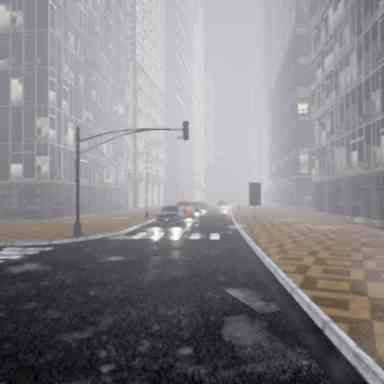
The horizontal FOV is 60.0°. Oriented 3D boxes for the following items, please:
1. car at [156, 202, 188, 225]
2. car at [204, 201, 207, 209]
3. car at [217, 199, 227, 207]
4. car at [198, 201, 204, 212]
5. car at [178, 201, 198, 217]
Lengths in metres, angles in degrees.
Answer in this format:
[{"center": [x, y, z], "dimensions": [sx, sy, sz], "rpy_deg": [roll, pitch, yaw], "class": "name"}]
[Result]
[{"center": [-1.679, 1.806, 26.663], "dimensions": [1.837, 1.490, 4.892], "rpy_deg": [0, -1, 4], "class": "car"}, {"center": [1.415, 2.167, 55.383], "dimensions": [1.895, 1.301, 4.718], "rpy_deg": [0, -1, 8], "class": "car"}, {"center": [6.043, 2.183, 66.161], "dimensions": [2.033, 1.411, 5.357], "rpy_deg": [0, -1, 9], "class": "car"}, {"center": [0.143, 2.006, 45.525], "dimensions": [1.812, 1.442, 4.674], "rpy_deg": [0, -1, 7], "class": "car"}, {"center": [-0.891, 1.742, 35.769], "dimensions": [2.097, 1.767, 4.553], "rpy_deg": [0, -1, 6], "class": "car"}]
